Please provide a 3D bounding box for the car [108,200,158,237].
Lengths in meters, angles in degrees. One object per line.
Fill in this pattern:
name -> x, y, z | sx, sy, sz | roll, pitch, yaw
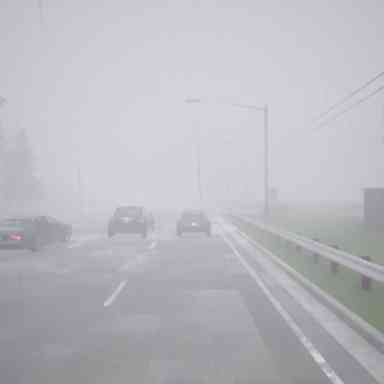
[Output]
car -> -3.405, 1.548, 19.432 | 2.097, 1.767, 4.553 | 0, -1, 0

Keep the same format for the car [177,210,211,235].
car -> 0.095, 1.769, 20.333 | 1.994, 1.385, 4.181 | 0, -1, 0

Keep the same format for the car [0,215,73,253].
car -> -6.904, 1.693, 14.345 | 2.033, 1.411, 5.357 | 0, -1, 0

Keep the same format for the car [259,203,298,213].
car -> 11.059, 2.029, 42.788 | 4.718, 1.301, 1.895 | 0, -1, 40
